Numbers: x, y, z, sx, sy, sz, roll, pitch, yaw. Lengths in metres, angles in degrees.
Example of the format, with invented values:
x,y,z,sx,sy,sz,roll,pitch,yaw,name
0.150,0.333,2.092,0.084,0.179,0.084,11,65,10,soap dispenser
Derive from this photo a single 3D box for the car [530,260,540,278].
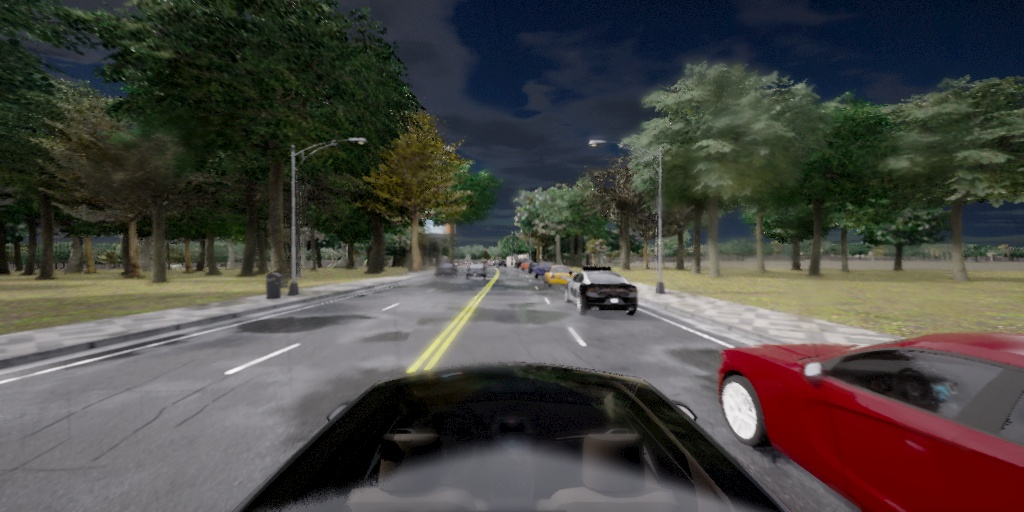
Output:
x,y,z,sx,sy,sz,roll,pitch,yaw,name
3.245,1.263,35.841,2.097,1.767,4.553,0,0,0,car

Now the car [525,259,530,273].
x,y,z,sx,sy,sz,roll,pitch,yaw,name
3.059,1.487,46.986,1.837,1.490,4.892,0,0,-2,car

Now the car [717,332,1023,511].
x,y,z,sx,sy,sz,roll,pitch,yaw,name
3.349,1.230,2.224,1.882,1.535,5.008,0,0,0,car

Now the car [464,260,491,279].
x,y,z,sx,sy,sz,roll,pitch,yaw,name
-3.373,1.431,34.969,1.812,1.442,4.674,0,0,0,car

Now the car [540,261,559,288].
x,y,z,sx,sy,sz,roll,pitch,yaw,name
3.250,1.305,25.035,1.801,1.575,5.366,0,0,0,car

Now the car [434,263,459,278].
x,y,z,sx,sy,sz,roll,pitch,yaw,name
-6.626,1.465,36.891,2.033,1.411,5.357,0,0,0,car

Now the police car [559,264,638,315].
x,y,z,sx,sy,sz,roll,pitch,yaw,name
3.250,1.219,13.953,1.930,1.638,5.238,0,0,0,police car

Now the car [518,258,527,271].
x,y,z,sx,sy,sz,roll,pitch,yaw,name
2.613,1.425,58.066,2.097,1.767,4.553,0,-1,-3,car
